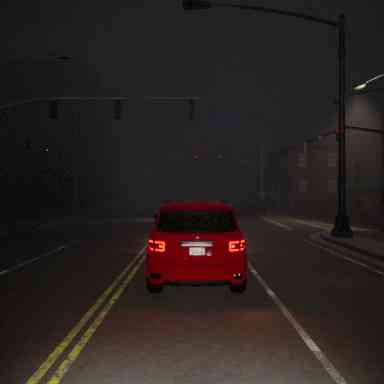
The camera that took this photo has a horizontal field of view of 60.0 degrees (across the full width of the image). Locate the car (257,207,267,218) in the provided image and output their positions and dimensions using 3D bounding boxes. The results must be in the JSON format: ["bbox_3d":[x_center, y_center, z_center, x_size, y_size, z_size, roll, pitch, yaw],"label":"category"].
[{"bbox_3d":[3.926,1.549,28.487,4.718,1.301,1.895,0,0,-17],"label":"car"}]

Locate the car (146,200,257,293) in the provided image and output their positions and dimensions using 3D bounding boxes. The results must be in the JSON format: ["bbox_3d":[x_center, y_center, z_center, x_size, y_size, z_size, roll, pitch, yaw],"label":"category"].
[{"bbox_3d":[0.093,1.221,9.010,2.150,2.045,5.566,0,0,0],"label":"car"}]
